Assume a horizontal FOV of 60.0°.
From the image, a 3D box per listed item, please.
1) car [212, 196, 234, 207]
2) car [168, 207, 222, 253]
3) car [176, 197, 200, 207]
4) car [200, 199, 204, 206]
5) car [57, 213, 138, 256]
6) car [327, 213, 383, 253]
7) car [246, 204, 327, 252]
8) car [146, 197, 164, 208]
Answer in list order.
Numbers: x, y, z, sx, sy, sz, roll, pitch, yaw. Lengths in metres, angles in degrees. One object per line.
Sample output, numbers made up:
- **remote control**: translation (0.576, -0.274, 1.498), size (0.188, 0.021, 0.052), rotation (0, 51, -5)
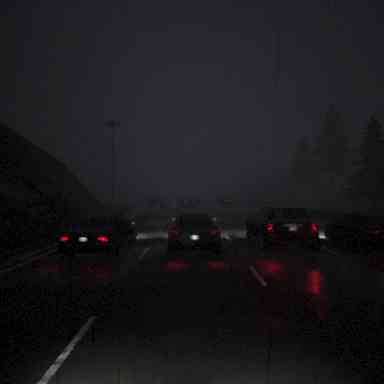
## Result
- **car**: translation (4.665, 1.409, 50.692), size (1.837, 1.490, 4.892), rotation (2, -1, -19)
- **car**: translation (0.094, 1.538, 13.515), size (1.994, 1.385, 4.181), rotation (0, 0, 0)
- **car**: translation (-0.886, 1.407, 44.427), size (2.128, 1.511, 4.902), rotation (0, 0, -12)
- **car**: translation (0.274, 1.465, 52.340), size (1.994, 1.385, 4.181), rotation (0, 0, -23)
- **car**: translation (-3.404, 1.523, 12.901), size (2.033, 1.411, 5.357), rotation (0, 0, 0)
- **car**: translation (7.096, 1.538, 13.601), size (1.994, 1.385, 4.181), rotation (0, 0, 0)
- **car**: translation (3.594, 1.325, 13.950), size (2.097, 1.767, 4.553), rotation (0, 0, 0)
- **car**: translation (-5.131, 1.417, 46.284), size (1.837, 1.490, 4.892), rotation (2, 0, -17)
